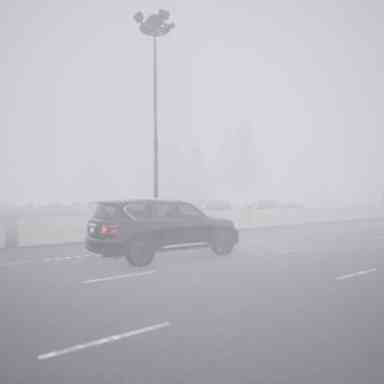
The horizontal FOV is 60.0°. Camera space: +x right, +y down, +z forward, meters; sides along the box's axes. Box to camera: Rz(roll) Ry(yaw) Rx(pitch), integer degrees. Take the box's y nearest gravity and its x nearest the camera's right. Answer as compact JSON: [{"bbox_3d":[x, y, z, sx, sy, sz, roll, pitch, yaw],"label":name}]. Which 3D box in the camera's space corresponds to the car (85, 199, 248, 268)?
[{"bbox_3d":[-0.878,1.273,11.741,5.566,2.045,2.150,1,0,-36],"label":"car"}]

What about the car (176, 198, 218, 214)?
[{"bbox_3d":[0.665,1.592,38.907,4.553,1.767,2.097,1,0,-35],"label":"car"}]

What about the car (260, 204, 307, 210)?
[{"bbox_3d":[9.483,1.797,32.273,5.357,1.411,2.033,1,0,-35],"label":"car"}]

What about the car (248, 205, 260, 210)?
[{"bbox_3d":[7.444,1.607,35.121,4.553,1.767,2.097,0,0,-35],"label":"car"}]

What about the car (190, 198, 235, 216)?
[{"bbox_3d":[2.228,1.580,35.725,4.553,1.767,2.097,1,0,-35],"label":"car"}]
